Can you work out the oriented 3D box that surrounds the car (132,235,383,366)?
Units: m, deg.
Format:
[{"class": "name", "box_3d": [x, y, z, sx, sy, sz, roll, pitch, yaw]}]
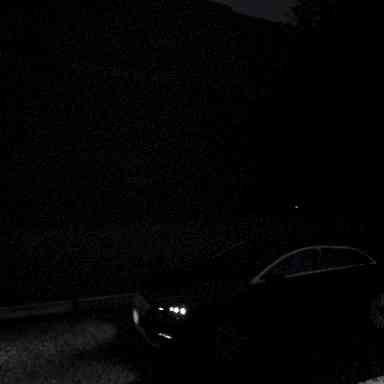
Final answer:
[{"class": "car", "box_3d": [1.470, 1.532, 5.711, 4.902, 1.511, 2.128, 0, 0, -23]}]
